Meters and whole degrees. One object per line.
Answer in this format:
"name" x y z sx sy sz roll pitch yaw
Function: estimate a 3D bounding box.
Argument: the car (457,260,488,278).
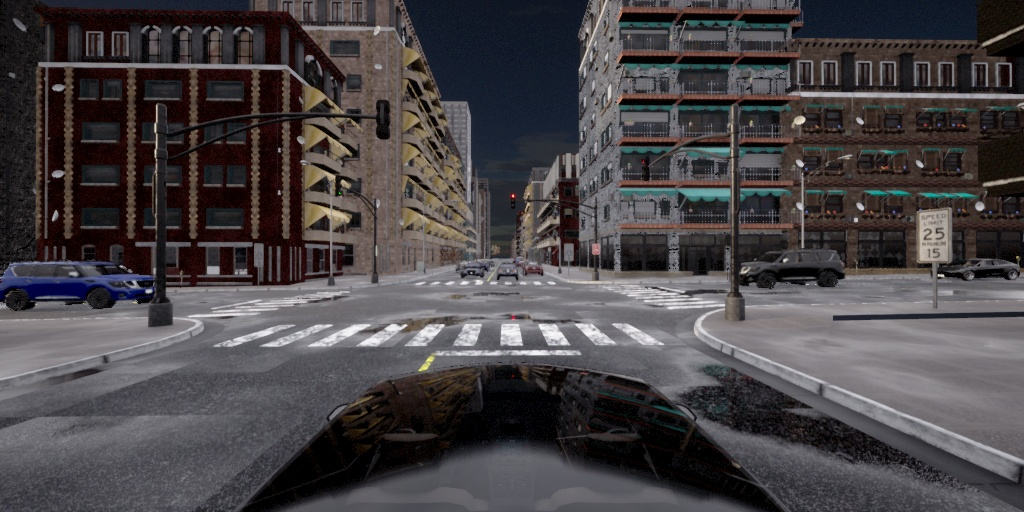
"car" -3.619 1.319 33.638 1.994 1.385 4.181 0 0 -1

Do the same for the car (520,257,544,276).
"car" 2.118 1.196 36.740 1.967 1.591 4.097 0 0 -1

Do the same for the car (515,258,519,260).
"car" 1.747 1.346 58.874 1.802 1.307 4.207 0 0 -1

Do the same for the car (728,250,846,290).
"car" 15.051 0.705 19.786 5.566 2.045 2.150 -1 0 -1

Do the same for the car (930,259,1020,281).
"car" 29.262 0.831 22.681 4.313 1.339 1.948 0 0 -1

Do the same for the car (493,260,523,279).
"car" -0.397 1.302 32.349 2.033 1.411 5.357 0 0 -1

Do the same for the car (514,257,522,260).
"car" 1.655 1.349 64.407 1.802 1.307 4.207 0 0 -1

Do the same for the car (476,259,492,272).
"car" -3.802 1.359 44.730 1.895 1.301 4.718 0 0 -1

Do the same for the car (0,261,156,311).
"car" -18.882 1.246 15.850 5.566 2.045 2.150 -1 0 -1
